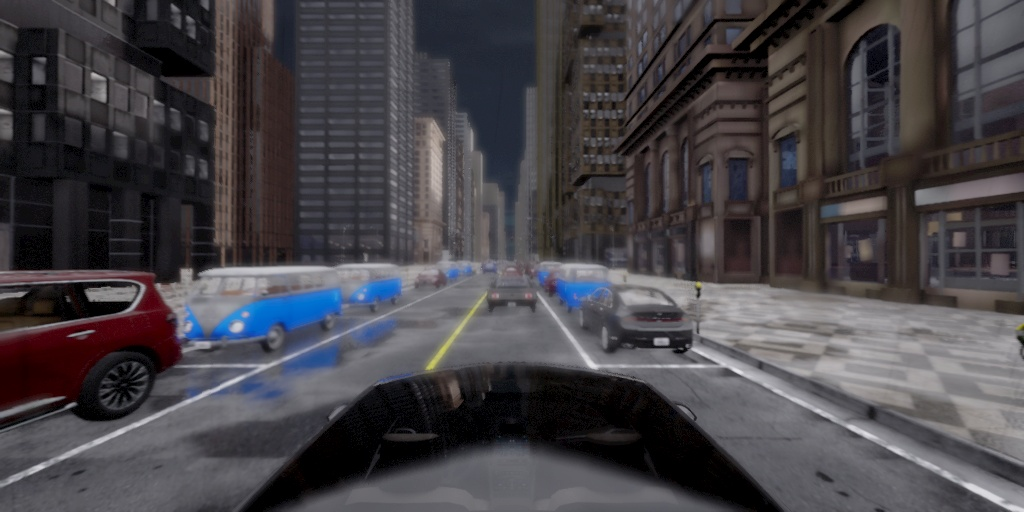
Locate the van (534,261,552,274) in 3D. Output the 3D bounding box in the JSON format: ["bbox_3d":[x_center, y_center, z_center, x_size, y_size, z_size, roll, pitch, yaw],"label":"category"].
[{"bbox_3d":[2.764,1.333,25.837,1.690,1.789,3.998,0,0,0],"label":"van"}]

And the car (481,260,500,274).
[{"bbox_3d":[-3.026,1.714,49.668,1.882,1.535,5.008,0,-1,1],"label":"car"}]

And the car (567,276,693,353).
[{"bbox_3d":[2.763,1.371,8.806,2.007,1.370,4.403,0,0,0],"label":"car"}]

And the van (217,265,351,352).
[{"bbox_3d":[-5.762,1.161,8.797,1.690,1.789,3.998,0,0,0],"label":"van"}]

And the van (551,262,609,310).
[{"bbox_3d":[2.763,1.218,14.483,1.690,1.789,3.998,0,0,0],"label":"van"}]

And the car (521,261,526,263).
[{"bbox_3d":[2.765,1.540,48.546,2.192,1.841,5.009,0,0,0],"label":"car"}]

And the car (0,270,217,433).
[{"bbox_3d":[-5.762,1.079,3.120,2.192,1.841,5.009,0,0,0],"label":"car"}]

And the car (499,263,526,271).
[{"bbox_3d":[0.027,1.568,30.746,1.812,1.442,4.674,0,0,0],"label":"car"}]

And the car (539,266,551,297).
[{"bbox_3d":[2.764,1.480,20.160,1.888,1.381,4.507,0,0,0],"label":"car"}]

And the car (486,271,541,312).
[{"bbox_3d":[0.021,1.485,15.107,1.895,1.301,4.718,0,-1,1],"label":"car"}]

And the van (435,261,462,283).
[{"bbox_3d":[-5.761,1.391,31.506,1.690,1.789,3.998,0,0,0],"label":"van"}]

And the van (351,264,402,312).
[{"bbox_3d":[-5.762,1.218,14.474,1.690,1.789,3.998,0,0,0],"label":"van"}]

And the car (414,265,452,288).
[{"bbox_3d":[-5.761,1.574,25.828,1.802,1.307,4.207,0,0,0],"label":"car"}]

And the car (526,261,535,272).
[{"bbox_3d":[2.765,1.548,37.192,1.967,1.591,4.097,0,0,0],"label":"car"}]

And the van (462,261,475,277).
[{"bbox_3d":[-5.760,1.507,42.860,1.690,1.789,3.998,0,0,0],"label":"van"}]
